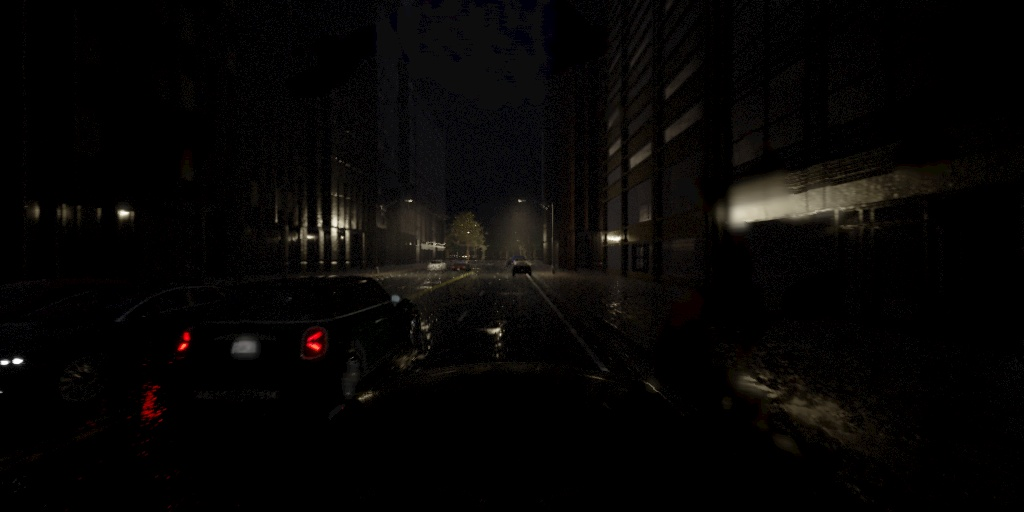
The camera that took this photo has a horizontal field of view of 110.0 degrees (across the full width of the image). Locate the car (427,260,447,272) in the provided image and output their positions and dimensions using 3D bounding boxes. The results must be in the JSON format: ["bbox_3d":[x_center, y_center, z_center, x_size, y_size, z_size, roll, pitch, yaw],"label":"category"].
[{"bbox_3d":[-9.818,1.266,47.205,1.812,1.442,4.674,0,0,0],"label":"car"}]

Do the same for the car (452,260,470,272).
[{"bbox_3d":[-6.569,1.288,46.805,2.033,1.411,5.357,0,0,1],"label":"car"}]

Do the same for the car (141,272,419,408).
[{"bbox_3d":[-3.150,1.102,6.358,2.097,1.767,4.553,0,0,0],"label":"car"}]

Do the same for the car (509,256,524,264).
[{"bbox_3d":[0.971,0.963,52.382,2.150,2.045,5.566,0,0,0],"label":"car"}]

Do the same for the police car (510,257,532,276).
[{"bbox_3d":[0.972,1.169,36.462,1.930,1.638,5.238,0,0,0],"label":"police car"}]

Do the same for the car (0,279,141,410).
[{"bbox_3d":[-6.598,1.242,6.282,2.128,1.511,4.902,0,0,0],"label":"car"}]

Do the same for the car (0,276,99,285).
[{"bbox_3d":[-9.847,1.228,7.545,1.882,1.535,5.008,0,0,0],"label":"car"}]
